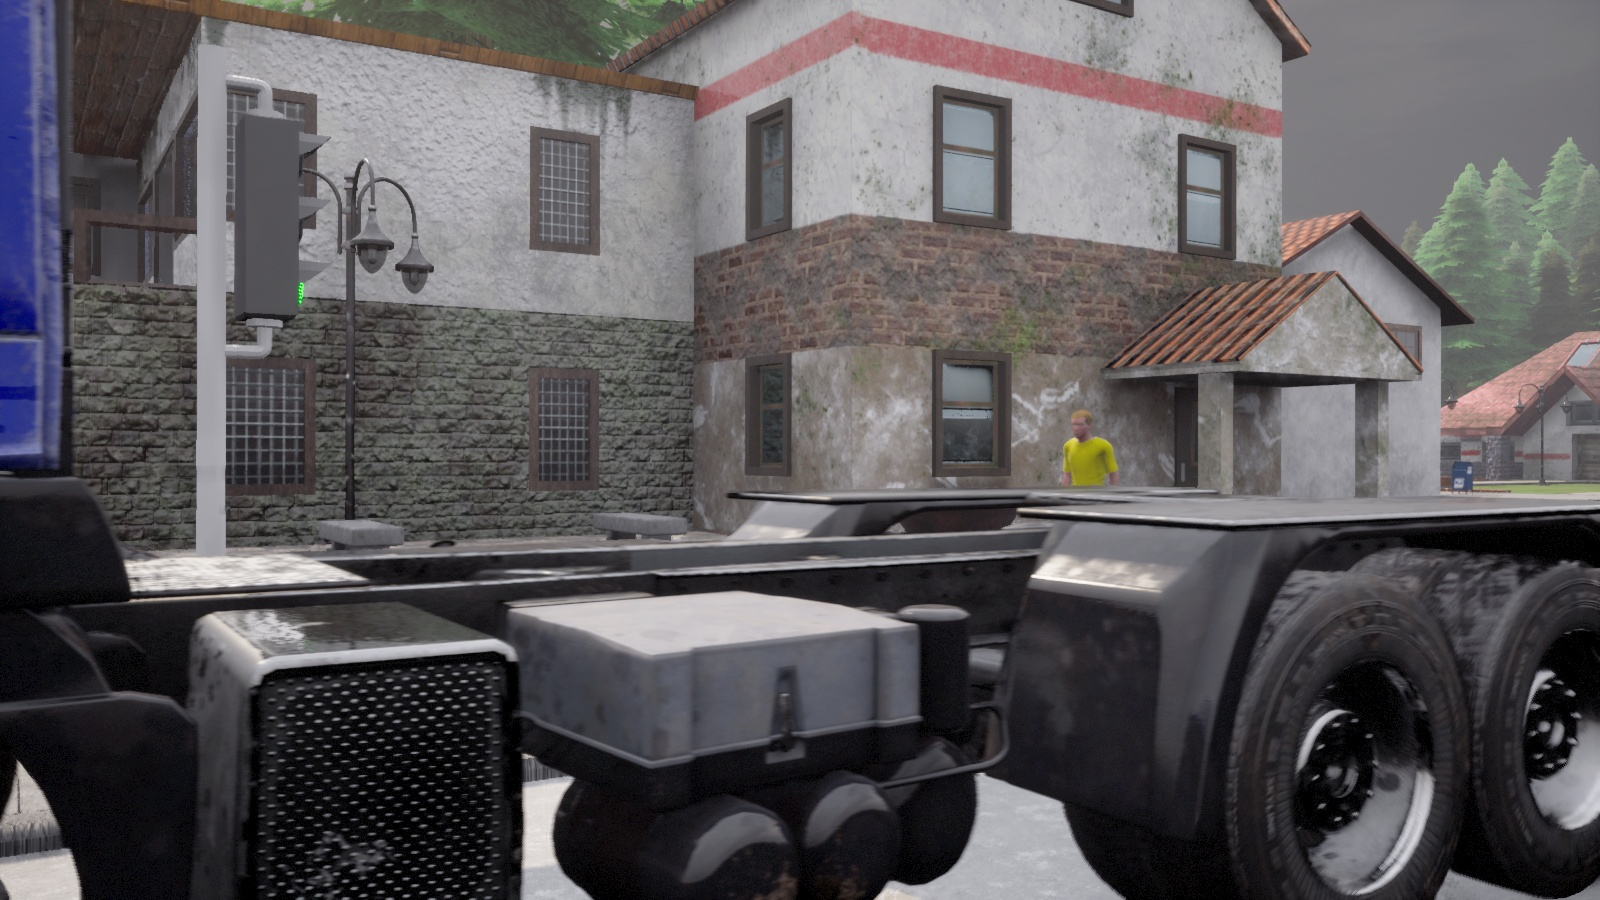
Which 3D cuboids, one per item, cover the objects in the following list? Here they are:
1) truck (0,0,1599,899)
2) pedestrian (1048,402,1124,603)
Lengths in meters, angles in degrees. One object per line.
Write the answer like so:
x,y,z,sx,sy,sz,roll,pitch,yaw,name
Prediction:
-0.409,-0.227,3.910,7.936,3.462,2.891,0,0,-32,truck
2.692,0.478,11.811,0.706,1.836,0.354,0,0,-43,pedestrian
